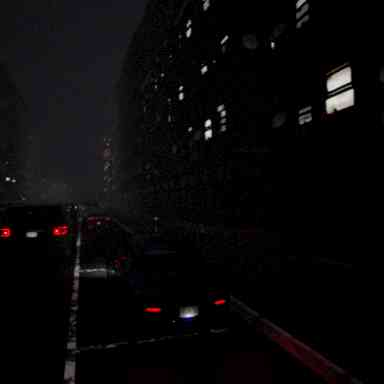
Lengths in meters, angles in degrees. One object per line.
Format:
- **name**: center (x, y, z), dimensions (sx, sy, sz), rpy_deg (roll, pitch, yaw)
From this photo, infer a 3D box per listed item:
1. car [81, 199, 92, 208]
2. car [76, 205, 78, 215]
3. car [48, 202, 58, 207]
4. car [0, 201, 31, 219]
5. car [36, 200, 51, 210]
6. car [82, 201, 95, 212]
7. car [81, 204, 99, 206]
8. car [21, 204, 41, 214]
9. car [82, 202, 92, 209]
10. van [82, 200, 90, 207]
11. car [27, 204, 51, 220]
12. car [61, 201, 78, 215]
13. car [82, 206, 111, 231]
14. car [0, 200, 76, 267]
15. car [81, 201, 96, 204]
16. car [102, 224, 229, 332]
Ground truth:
- **car**: center (-24.181, 2.649, 76.098), dimensions (2.192, 1.841, 5.009), rpy_deg (1, -1, -18)
- **car**: center (-11.269, 2.088, 29.402), dimensions (1.895, 1.301, 4.718), rpy_deg (0, -1, -19)
- **car**: center (-35.135, 3.141, 84.168), dimensions (1.802, 1.307, 4.206), rpy_deg (1, -2, -18)
- **car**: center (-19.445, 1.970, 36.941), dimensions (2.192, 1.841, 5.009), rpy_deg (1, -1, -18)
- **car**: center (-28.159, 2.453, 63.181), dimensions (2.192, 1.841, 5.009), rpy_deg (1, -1, -18)
- **car**: center (-17.212, 2.368, 55.101), dimensions (1.967, 1.590, 4.097), rpy_deg (1, -1, -18)
- **car**: center (-8.466, 2.006, 28.866), dimensions (1.887, 1.381, 4.507), rpy_deg (1, -1, -18)
- **car**: center (-22.936, 2.408, 47.433), dimensions (1.947, 1.339, 4.313), rpy_deg (1, -1, -18)
- **car**: center (-20.699, 2.708, 65.595), dimensions (1.802, 1.307, 4.206), rpy_deg (1, -1, -18)
- **van**: center (-25.925, 2.781, 81.347), dimensions (1.690, 1.788, 3.998), rpy_deg (1, -1, -18)
- **car**: center (-16.723, 2.139, 36.651), dimensions (1.837, 1.490, 4.892), rpy_deg (0, -1, -18)
- **car**: center (-16.635, 2.118, 45.274), dimensions (2.097, 1.767, 4.553), rpy_deg (0, -1, -18)
- **car**: center (-6.724, 1.917, 23.618), dimensions (1.887, 1.381, 4.507), rpy_deg (1, -1, -18)
- **car**: center (-5.691, 1.429, 12.623), dimensions (2.150, 2.045, 5.566), rpy_deg (0, -1, -18)
- **car**: center (-10.200, 1.992, 34.120), dimensions (1.967, 1.590, 4.097), rpy_deg (1, -1, -18)
- **car**: center (-0.771, 1.628, 7.083), dimensions (1.812, 1.442, 4.674), rpy_deg (0, -1, -18)
